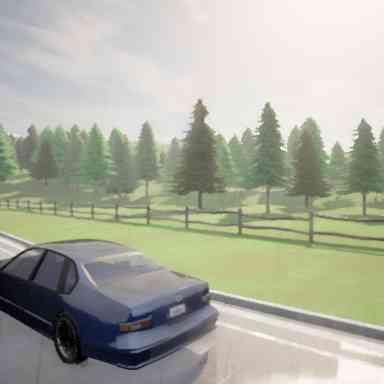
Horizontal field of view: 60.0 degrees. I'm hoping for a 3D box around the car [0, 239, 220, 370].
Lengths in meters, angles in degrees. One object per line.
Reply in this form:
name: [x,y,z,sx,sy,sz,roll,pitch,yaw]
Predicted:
car: [-2.091,1.575,5.900,5.357,1.411,2.033,0,0,41]
